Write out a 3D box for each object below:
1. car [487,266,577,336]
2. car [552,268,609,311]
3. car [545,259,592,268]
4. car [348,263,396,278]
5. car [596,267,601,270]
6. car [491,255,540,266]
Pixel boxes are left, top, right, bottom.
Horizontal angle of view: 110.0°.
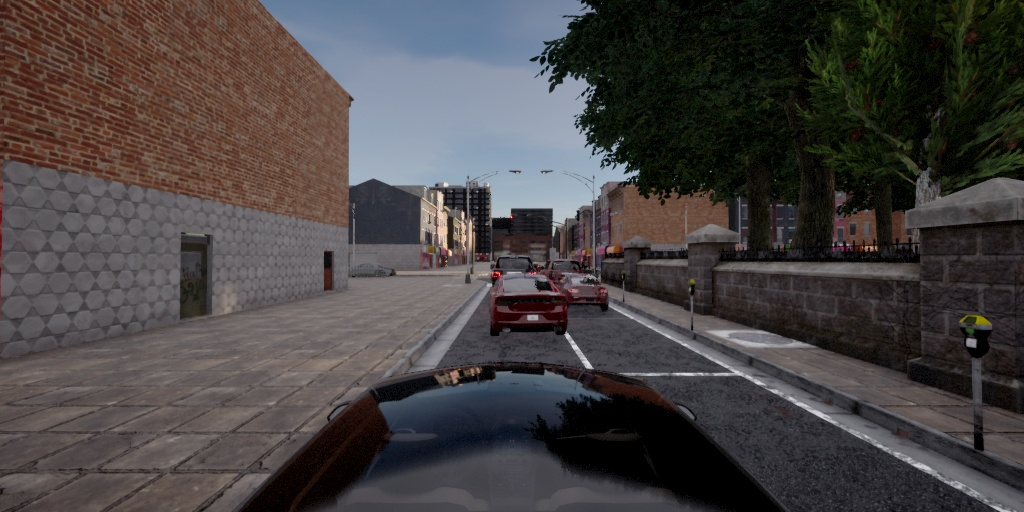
[{"bbox_3d":[0.289,1.230,10.496,1.882,1.535,5.008,0,0,-4],"label":"car"},{"bbox_3d":[2.658,1.336,14.309,1.802,1.307,4.207,0,0,0],"label":"car"},{"bbox_3d":[2.666,1.074,19.758,2.192,1.841,5.009,0,0,0],"label":"car"},{"bbox_3d":[-12.384,1.301,31.351,4.181,1.385,1.994,0,-1,0],"label":"car"},{"bbox_3d":[5.848,1.280,31.382,4.892,1.490,1.837,0,-1,0],"label":"car"},{"bbox_3d":[0.109,0.979,18.067,2.150,2.045,5.566,0,0,0],"label":"car"}]
